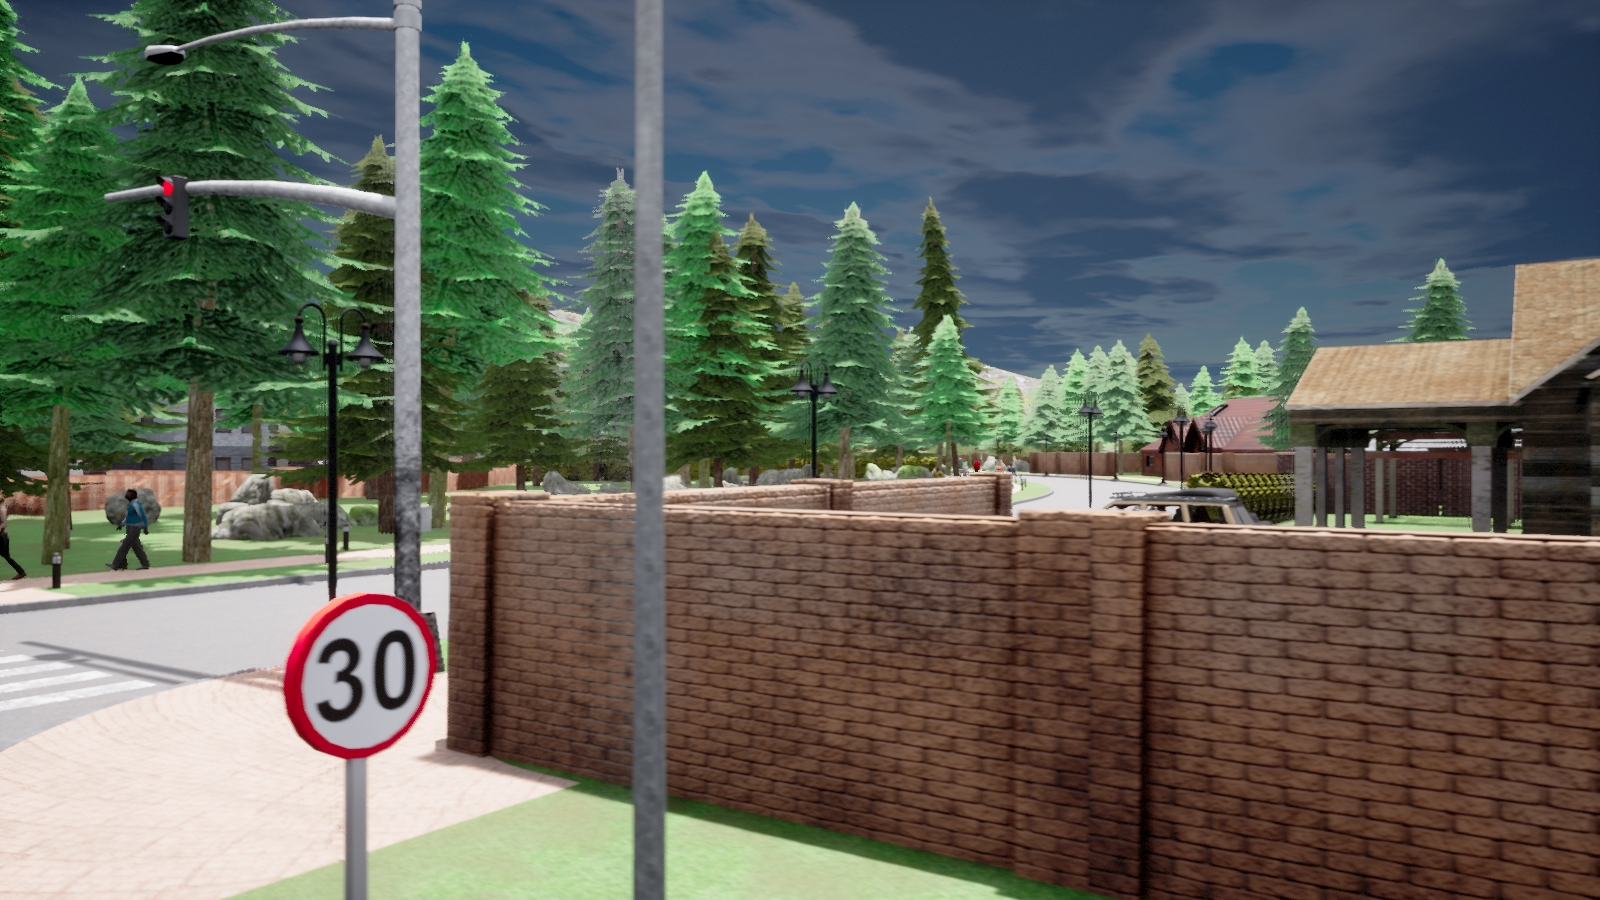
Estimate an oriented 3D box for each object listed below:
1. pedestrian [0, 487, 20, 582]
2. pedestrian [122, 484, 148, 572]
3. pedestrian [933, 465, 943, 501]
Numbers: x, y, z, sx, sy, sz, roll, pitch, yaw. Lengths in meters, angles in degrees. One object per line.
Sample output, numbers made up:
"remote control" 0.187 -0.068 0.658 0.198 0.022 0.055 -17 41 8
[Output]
"pedestrian" -15.896 1.683 22.864 0.375 1.860 0.375 0 0 40
"pedestrian" -14.410 1.682 24.750 0.375 1.860 0.375 0 0 39
"pedestrian" 7.140 1.684 59.145 0.375 1.860 0.375 0 0 27
